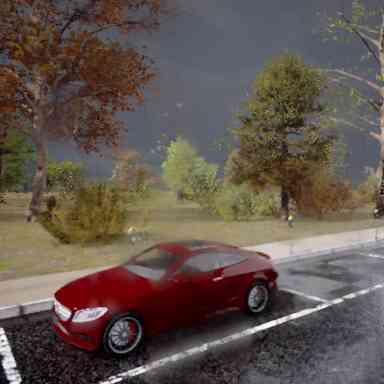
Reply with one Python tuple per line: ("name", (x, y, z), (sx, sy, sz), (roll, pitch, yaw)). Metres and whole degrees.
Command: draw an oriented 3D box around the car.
("car", (-0.226, 1.560, 5.925), (4.206, 1.307, 1.802), (0, 1, -35))
